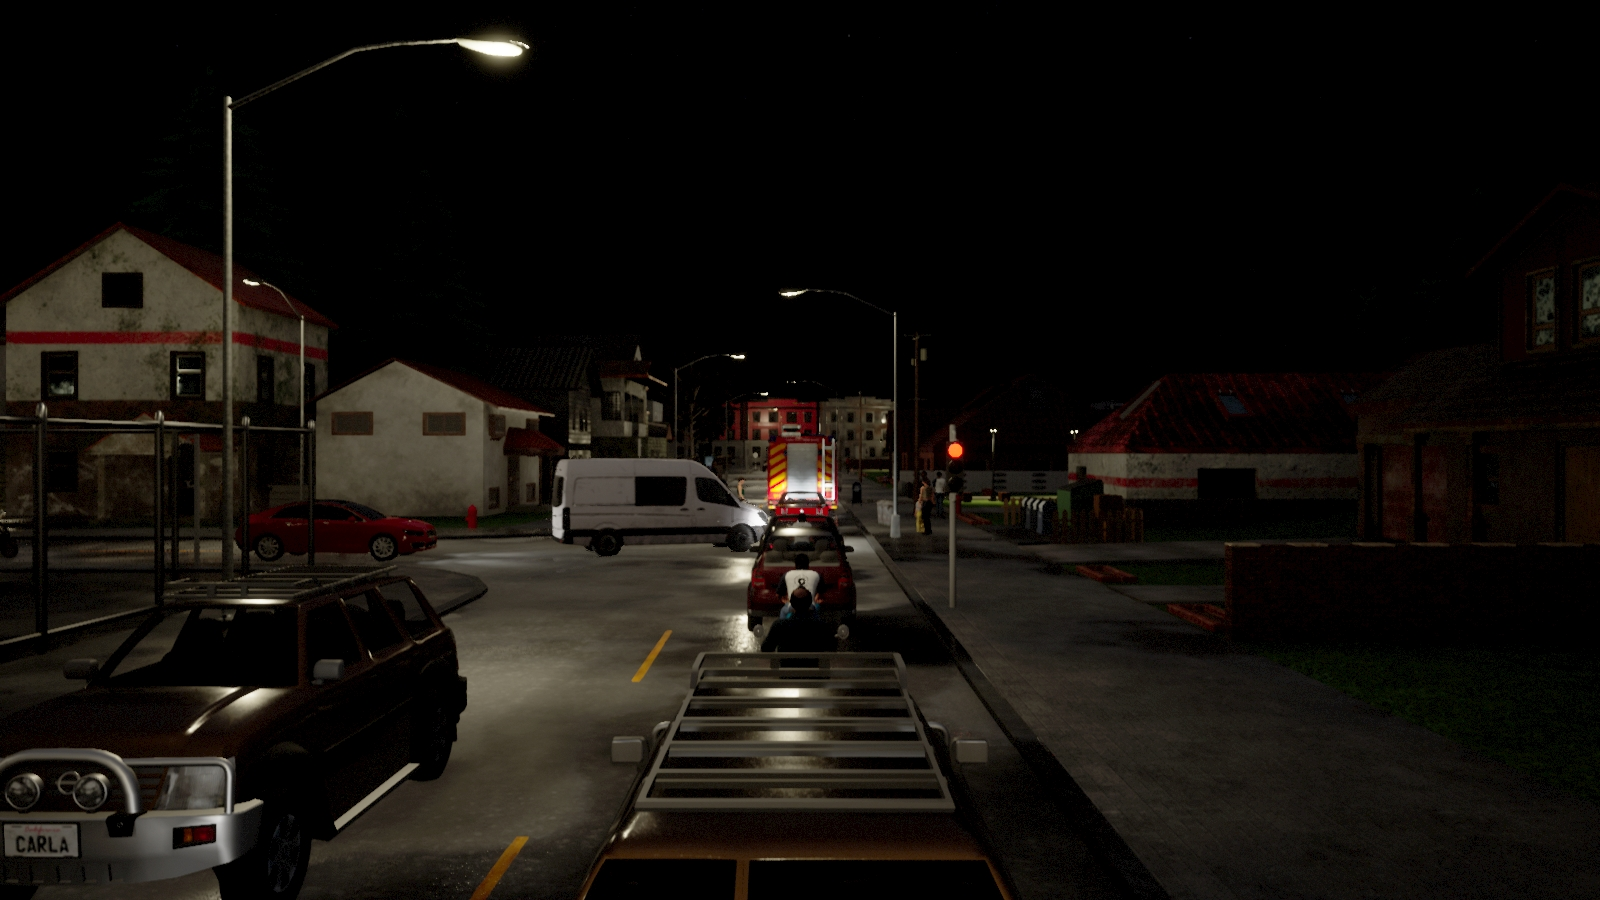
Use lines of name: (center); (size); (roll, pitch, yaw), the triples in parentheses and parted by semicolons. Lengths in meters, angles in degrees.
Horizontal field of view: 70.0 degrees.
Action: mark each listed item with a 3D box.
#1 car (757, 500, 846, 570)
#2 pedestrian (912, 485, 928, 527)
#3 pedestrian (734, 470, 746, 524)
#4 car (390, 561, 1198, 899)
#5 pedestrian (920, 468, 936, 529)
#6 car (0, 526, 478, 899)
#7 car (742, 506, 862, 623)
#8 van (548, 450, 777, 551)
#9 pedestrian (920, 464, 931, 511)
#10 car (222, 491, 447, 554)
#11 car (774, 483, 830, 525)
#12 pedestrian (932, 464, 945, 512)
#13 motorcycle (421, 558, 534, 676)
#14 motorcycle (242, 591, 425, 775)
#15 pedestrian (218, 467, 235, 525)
car: (0.042, 1.914, 26.664); (1.895, 1.301, 4.718); (0, 0, 0)
pedestrian: (3.821, 1.786, 36.412); (0.375, 1.300, 0.375); (0, 0, -32)
pedestrian: (-2.064, 1.608, 39.461); (0.375, 1.860, 0.375); (0, 0, 3)
car: (-0.006, 1.640, 5.035); (1.932, 1.855, 4.605); (0, 0, 0)
pedestrian: (3.994, 1.507, 35.660); (0.375, 1.860, 0.375); (0, 0, -30)
car: (-3.983, 1.639, 8.349); (1.932, 1.855, 4.605); (0, 0, 0)
car: (0.027, 1.796, 18.824); (1.789, 1.549, 3.705); (0, 0, 0)
van: (-3.748, 1.299, 31.283); (5.915, 2.561, 1.988); (0, 0, -21)
pedestrian: (5.020, 1.500, 45.863); (0.375, 1.860, 0.375); (0, 0, -4)
car: (-11.874, 1.826, 29.425); (4.892, 1.480, 2.231); (0, 0, 0)
car: (0.071, 1.914, 41.396); (1.895, 1.301, 4.718); (0, 0, 0)
pedestrian: (5.448, 1.501, 44.881); (0.375, 1.860, 0.375); (0, 0, -14)
motorcycle: (-3.894, 1.985, 13.966); (0.803, 1.145, 2.033); (0, 0, 0)
motorcycle: (-3.994, 1.956, 9.954); (0.856, 1.236, 1.805); (0, 0, 0)
pedestrian: (-18.826, 1.505, 37.532); (0.375, 1.860, 0.375); (0, 0, -1)
